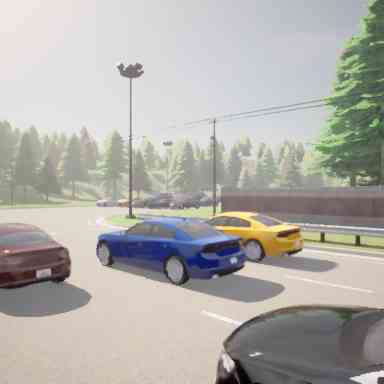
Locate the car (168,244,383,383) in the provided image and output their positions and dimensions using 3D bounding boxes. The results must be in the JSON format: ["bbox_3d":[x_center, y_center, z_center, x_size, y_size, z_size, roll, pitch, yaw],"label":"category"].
[{"bbox_3d":[2.341,1.492,2.062,4.902,1.511,2.128,0,0,42],"label":"car"}]

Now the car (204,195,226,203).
[{"bbox_3d":[4.757,1.457,69.305,1.882,1.535,5.008,0,0,42],"label":"car"}]

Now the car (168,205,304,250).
[{"bbox_3d":[1.521,1.474,12.201,5.008,1.535,1.882,0,0,42],"label":"car"}]

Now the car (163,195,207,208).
[{"bbox_3d":[-0.837,1.477,42.602,2.128,1.511,4.902,0,0,42],"label":"car"}]

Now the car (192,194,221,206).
[{"bbox_3d":[2.254,1.510,51.156,1.812,1.442,4.674,0,0,43],"label":"car"}]

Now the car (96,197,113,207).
[{"bbox_3d":[-12.381,1.505,50.722,1.812,1.442,4.674,0,0,42],"label":"car"}]

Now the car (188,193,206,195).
[{"bbox_3d":[0.296,1.204,54.205,2.150,2.045,5.566,0,0,42],"label":"car"}]

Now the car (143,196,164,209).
[{"bbox_3d":[-3.811,1.585,44.538,1.895,1.301,4.718,0,0,42],"label":"car"}]

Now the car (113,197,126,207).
[{"bbox_3d":[-8.768,1.459,49.490,1.882,1.535,5.008,0,0,42],"label":"car"}]

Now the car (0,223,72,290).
[{"bbox_3d":[-4.795,1.521,8.485,4.674,1.442,1.812,0,0,42],"label":"car"}]

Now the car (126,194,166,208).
[{"bbox_3d":[-6.368,1.474,46.928,2.128,1.511,4.902,0,0,43],"label":"car"}]

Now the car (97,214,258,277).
[{"bbox_3d":[-0.830,1.474,9.608,5.008,1.535,1.882,0,0,42],"label":"car"}]

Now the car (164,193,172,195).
[{"bbox_3d":[-2.109,1.333,56.755,2.097,1.767,4.553,0,0,43],"label":"car"}]
